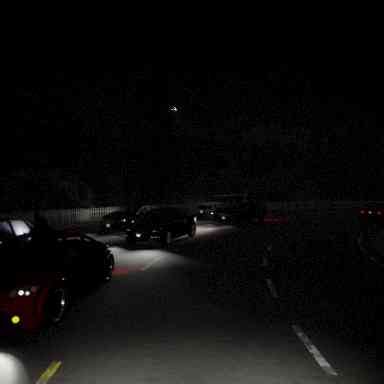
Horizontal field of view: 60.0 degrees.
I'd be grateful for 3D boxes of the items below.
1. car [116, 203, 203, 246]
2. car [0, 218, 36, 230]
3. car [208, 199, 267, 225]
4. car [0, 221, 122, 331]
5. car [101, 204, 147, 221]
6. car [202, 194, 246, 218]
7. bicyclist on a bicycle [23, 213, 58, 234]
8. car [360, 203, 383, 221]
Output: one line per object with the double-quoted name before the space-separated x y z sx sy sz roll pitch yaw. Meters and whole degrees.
"car" -1.279 1.505 15.650 1.837 1.490 4.892 0 0 21
"car" -6.290 1.543 10.286 2.033 1.411 5.357 0 0 9
"car" 3.709 1.491 24.466 2.128 1.511 4.902 0 0 40
"car" -3.125 1.564 6.936 1.994 1.385 4.181 0 0 6
"car" -3.330 1.491 19.683 2.128 1.511 4.902 0 0 26
"car" 2.661 1.221 28.598 2.150 2.045 5.566 0 0 44
"bicyclist on a bicycle" -4.818 1.495 10.622 1.656 1.620 0.582 3 1 9
"car" 15.256 1.547 25.743 5.357 1.411 2.033 0 0 -31
